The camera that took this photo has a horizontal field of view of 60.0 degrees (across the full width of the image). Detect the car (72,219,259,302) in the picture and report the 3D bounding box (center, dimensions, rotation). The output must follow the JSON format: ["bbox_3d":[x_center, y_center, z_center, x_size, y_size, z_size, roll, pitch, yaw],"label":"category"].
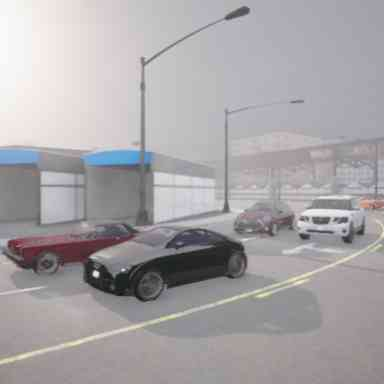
[{"bbox_3d":[-0.510,1.556,8.358,4.181,1.385,1.994,0,0,-40],"label":"car"}]

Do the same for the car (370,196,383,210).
[{"bbox_3d":[21.816,1.240,40.182,2.097,1.767,4.553,0,0,0],"label":"car"}]

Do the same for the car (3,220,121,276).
[{"bbox_3d":[-3.232,1.599,10.555,4.718,1.301,1.895,0,0,-39],"label":"car"}]

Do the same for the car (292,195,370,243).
[{"bbox_3d":[7.023,1.182,16.333,2.150,2.045,5.566,0,0,35],"label":"car"}]

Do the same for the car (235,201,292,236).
[{"bbox_3d":[4.101,1.319,18.311,2.097,1.767,4.553,0,0,35],"label":"car"}]
